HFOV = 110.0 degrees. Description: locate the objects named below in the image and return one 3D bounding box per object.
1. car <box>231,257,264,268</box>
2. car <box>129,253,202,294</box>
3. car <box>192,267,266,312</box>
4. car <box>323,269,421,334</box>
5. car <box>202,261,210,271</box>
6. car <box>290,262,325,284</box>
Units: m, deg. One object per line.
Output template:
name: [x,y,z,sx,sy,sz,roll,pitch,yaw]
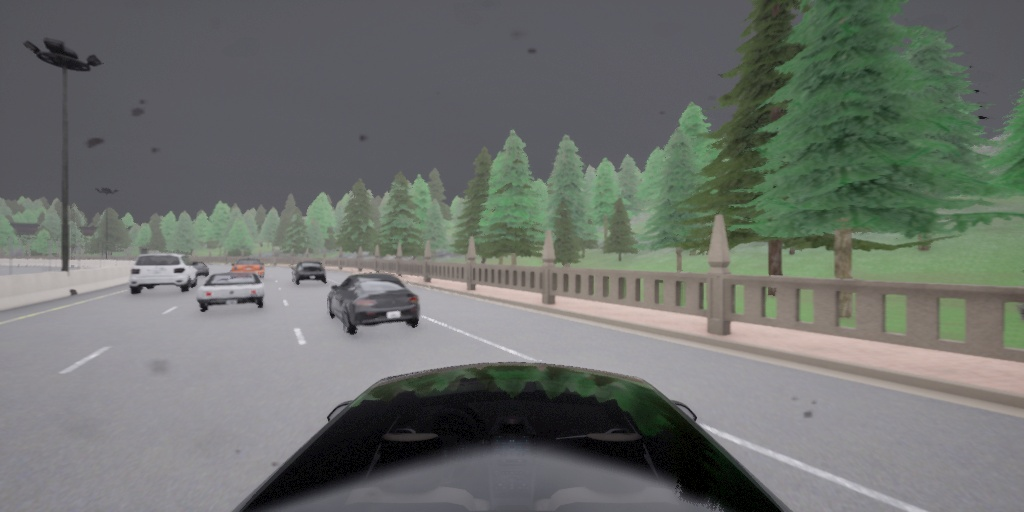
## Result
car: [-21.149,0.976,28.745,2.097,1.767,4.553,0,0,-37]
car: [-18.955,0.882,19.720,2.150,2.045,5.566,0,0,-36]
car: [-10.878,1.292,14.154,1.895,1.301,4.718,0,0,-34]
car: [-4.143,1.238,10.531,1.812,1.442,4.674,0,0,-34]
car: [-28.915,1.165,32.720,1.994,1.385,4.181,0,0,-40]
car: [-14.474,1.149,25.548,1.837,1.490,4.892,0,0,-35]
